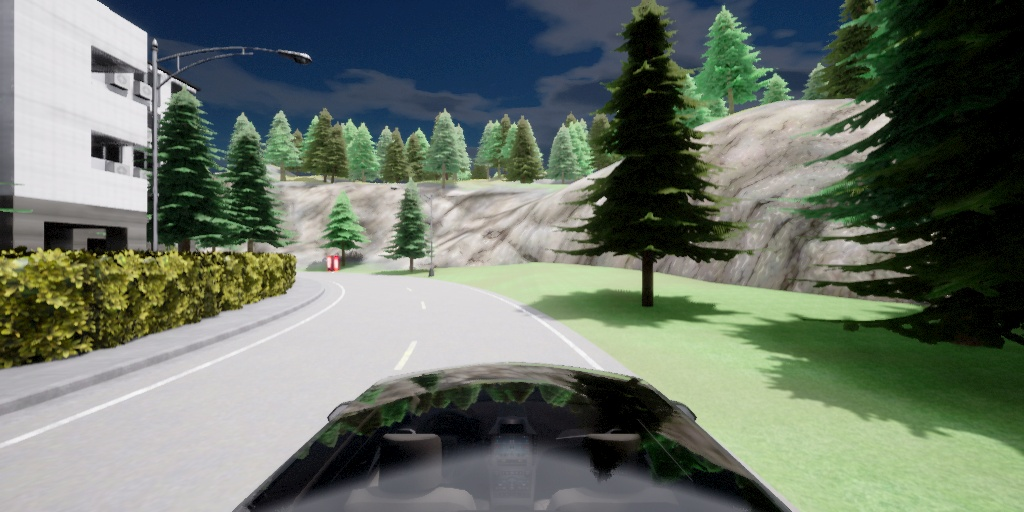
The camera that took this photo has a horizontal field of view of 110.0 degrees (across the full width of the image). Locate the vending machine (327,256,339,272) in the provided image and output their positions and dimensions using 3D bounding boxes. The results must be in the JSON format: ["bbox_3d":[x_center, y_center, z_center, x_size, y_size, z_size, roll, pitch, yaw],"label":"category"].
[{"bbox_3d":[-22.292,0.926,44.657,0.880,2.100,1.100,0,0,22],"label":"vending machine"}]
